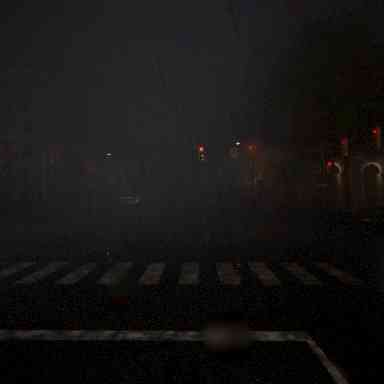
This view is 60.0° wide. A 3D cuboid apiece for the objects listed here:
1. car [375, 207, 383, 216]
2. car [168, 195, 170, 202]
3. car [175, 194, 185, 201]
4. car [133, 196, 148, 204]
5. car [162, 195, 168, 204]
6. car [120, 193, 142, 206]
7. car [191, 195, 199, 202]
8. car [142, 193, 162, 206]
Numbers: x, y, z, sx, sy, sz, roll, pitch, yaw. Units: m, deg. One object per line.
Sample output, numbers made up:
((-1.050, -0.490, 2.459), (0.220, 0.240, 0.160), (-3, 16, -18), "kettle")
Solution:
((18.598, 1.526, 29.145), (4.674, 1.442, 1.812), (0, 0, 1), "car")
((-6.255, 1.477, 79.704), (1.882, 1.535, 5.008), (0, 0, 1), "car")
((-2.773, 1.279, 78.602), (2.097, 1.767, 4.553), (0, 0, 1), "car")
((-10.047, 1.547, 65.072), (2.033, 1.411, 5.357), (0, 0, 2), "car")
((-6.515, 1.491, 66.378), (2.128, 1.511, 4.902), (0, 0, 2), "car")
((-10.210, 1.222, 54.839), (2.150, 2.045, 5.566), (0, 0, 0), "car")
((0.727, 1.450, 78.573), (2.128, 1.511, 4.902), (0, 0, 1), "car")
((-6.703, 1.221, 56.253), (2.150, 2.045, 5.566), (0, 0, -1), "car")
